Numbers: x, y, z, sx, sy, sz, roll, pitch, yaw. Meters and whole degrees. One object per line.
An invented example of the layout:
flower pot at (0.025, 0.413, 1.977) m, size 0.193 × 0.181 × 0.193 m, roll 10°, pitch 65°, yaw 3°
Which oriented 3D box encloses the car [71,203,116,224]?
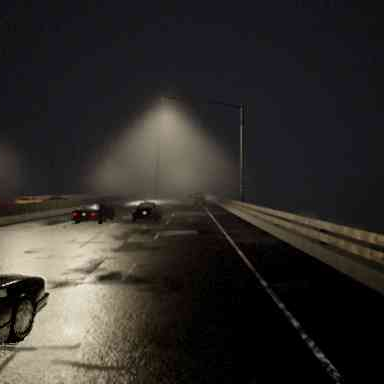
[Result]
car at (-6.900, 1.472, 23.733) m, size 2.033 × 1.411 × 5.357 m, roll 0°, pitch 0°, yaw 0°

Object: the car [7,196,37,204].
car at (-21.079, 1.341, 42.544) m, size 1.882 × 1.535 × 5.008 m, roll 0°, pitch 0°, yaw 0°

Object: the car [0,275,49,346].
car at (-3.402, 1.536, 3.322) m, size 2.033 × 1.411 × 5.357 m, roll 0°, pitch 0°, yaw 0°

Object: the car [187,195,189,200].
car at (0.008, 1.110, 79.619) m, size 1.837 × 1.490 × 4.892 m, roll 0°, pitch 0°, yaw 0°

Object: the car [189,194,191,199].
car at (1.057, 1.021, 62.190) m, size 2.150 × 2.045 × 5.566 m, roll 0°, pitch 0°, yaw 0°

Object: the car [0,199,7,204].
car at (-24.581, 1.467, 41.668) m, size 1.895 × 1.301 × 4.718 m, roll 0°, pitch 0°, yaw 0°

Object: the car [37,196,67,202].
car at (-17.581, 1.340, 42.974) m, size 1.882 × 1.535 × 5.008 m, roll 0°, pitch 0°, yaw 0°

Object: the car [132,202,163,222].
car at (-3.398, 1.481, 25.928) m, size 1.994 × 1.385 × 4.181 m, roll 0°, pitch 0°, yaw 0°

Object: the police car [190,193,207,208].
police car at (1.054, 1.277, 46.272) m, size 1.930 × 1.638 × 5.238 m, roll 0°, pitch 0°, yaw 0°
